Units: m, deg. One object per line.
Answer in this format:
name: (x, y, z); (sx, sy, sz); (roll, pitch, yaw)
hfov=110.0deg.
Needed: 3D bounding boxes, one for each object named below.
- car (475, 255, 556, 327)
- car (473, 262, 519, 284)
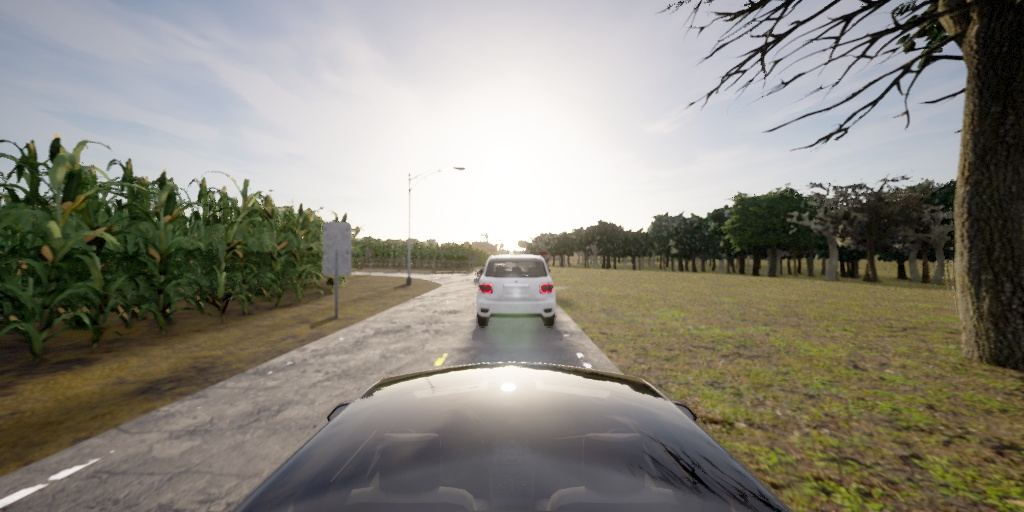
car: (0.114, 0.976, 11.661); (2.150, 2.045, 5.566); (0, 0, 0)
car: (-1.383, 1.270, 27.982); (2.033, 1.411, 5.357); (1, 0, -21)
